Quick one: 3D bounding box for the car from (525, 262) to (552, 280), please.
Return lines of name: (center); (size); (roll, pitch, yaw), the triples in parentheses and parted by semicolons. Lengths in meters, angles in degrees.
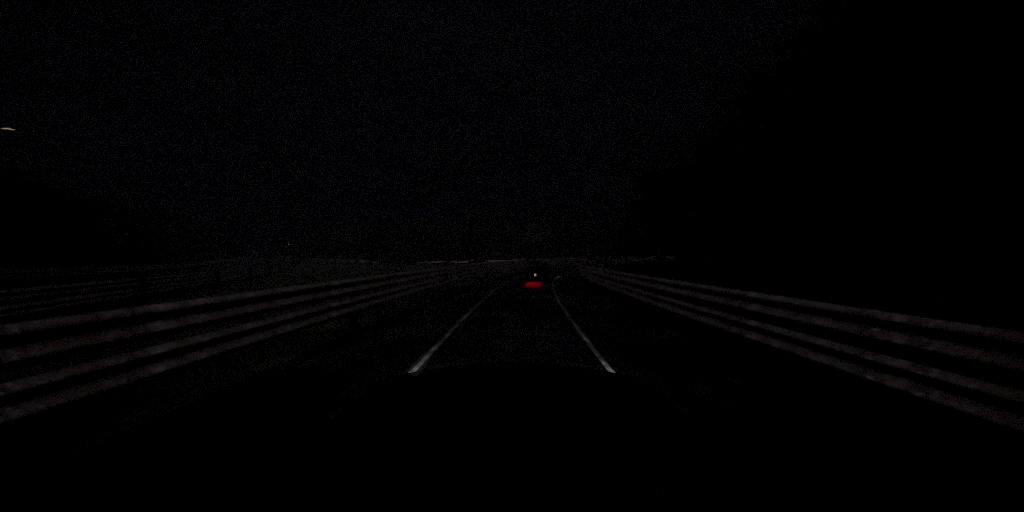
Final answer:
car: (2.347, 1.266, 31.601); (1.837, 1.490, 4.892); (0, 1, 11)
